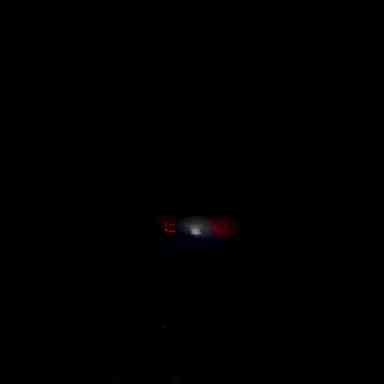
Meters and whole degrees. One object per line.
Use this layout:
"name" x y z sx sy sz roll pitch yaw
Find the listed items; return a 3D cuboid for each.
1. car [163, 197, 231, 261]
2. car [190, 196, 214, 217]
"car" 0.225 1.199 12.411 2.150 2.045 5.566 0 1 2
"car" 0.949 1.215 29.042 1.882 1.535 5.008 0 1 3
